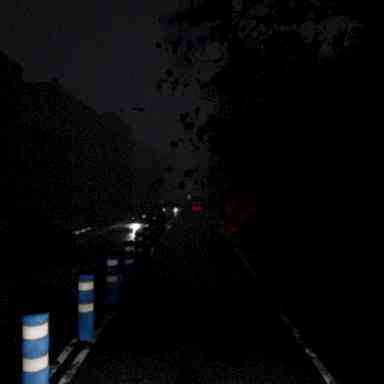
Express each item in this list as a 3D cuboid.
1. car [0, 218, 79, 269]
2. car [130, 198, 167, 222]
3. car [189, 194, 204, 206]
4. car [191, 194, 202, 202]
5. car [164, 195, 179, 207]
[{"bbox_3d":[-5.544,1.511,9.946,1.994,1.385,4.181,0,1,32],"label":"car"},{"bbox_3d":[-3.161,1.384,23.988,1.994,1.385,4.181,0,1,1],"label":"car"},{"bbox_3d":[0.701,1.103,47.159,1.837,1.490,4.892,0,0,1],"label":"car"},{"bbox_3d":[0.835,1.052,60.605,1.895,1.301,4.718,0,1,1],"label":"car"},{"bbox_3d":[-2.804,1.118,43.226,1.882,1.535,5.008,0,1,1],"label":"car"}]
